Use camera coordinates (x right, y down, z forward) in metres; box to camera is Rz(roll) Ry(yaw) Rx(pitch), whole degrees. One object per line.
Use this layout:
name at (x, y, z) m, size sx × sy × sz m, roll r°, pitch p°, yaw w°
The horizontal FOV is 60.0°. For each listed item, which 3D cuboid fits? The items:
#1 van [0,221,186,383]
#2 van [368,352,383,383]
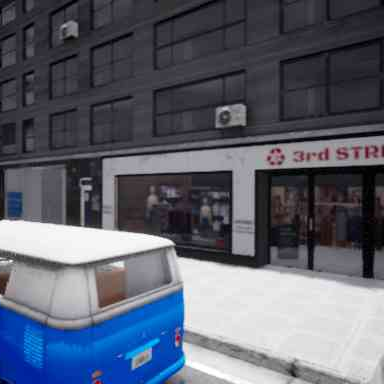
van at (-1.980, 1.328, 4.222) m, size 3.998 × 1.788 × 1.690 m, roll 0°, pitch 0°, yaw 36°
van at (2.646, 1.347, 0.922) m, size 3.998 × 1.788 × 1.690 m, roll 0°, pitch 0°, yaw 36°
